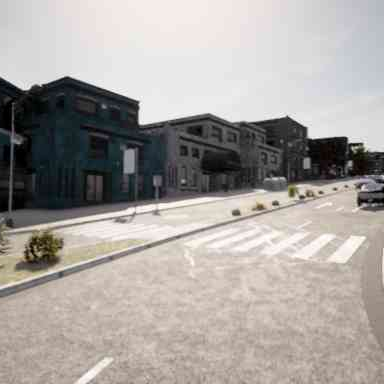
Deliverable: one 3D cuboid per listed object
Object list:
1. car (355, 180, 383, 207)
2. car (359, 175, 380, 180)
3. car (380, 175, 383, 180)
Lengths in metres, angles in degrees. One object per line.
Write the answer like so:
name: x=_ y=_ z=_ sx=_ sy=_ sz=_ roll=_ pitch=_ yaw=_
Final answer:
car: x=12.839 y=0.169 z=23.264 sx=2.128 sy=1.511 sz=4.902 roll=-1 pitch=3 yaw=36
car: x=20.913 y=-0.934 z=39.991 sx=1.812 sy=1.442 sz=4.674 roll=-1 pitch=3 yaw=36
car: x=26.828 y=-1.746 z=48.057 sx=2.097 sy=1.767 sz=4.553 roll=-1 pitch=3 yaw=36
